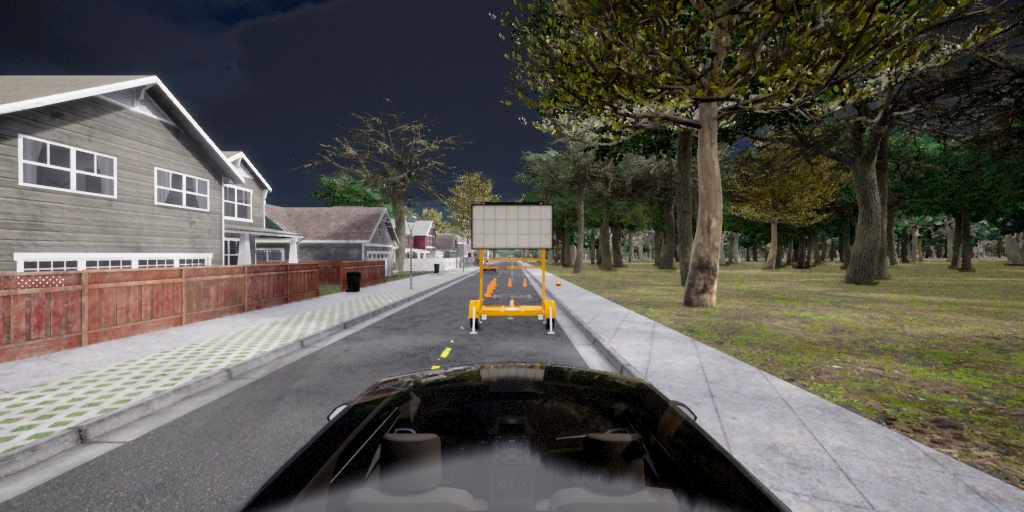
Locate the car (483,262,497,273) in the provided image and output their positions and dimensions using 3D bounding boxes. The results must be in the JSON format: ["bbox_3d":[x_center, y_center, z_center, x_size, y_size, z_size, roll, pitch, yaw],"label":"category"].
[{"bbox_3d":[-2.713,1.363,42.368,1.895,1.301,4.718,0,0,0],"label":"car"}]

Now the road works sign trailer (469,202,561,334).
[{"bbox_3d":[0.011,0.214,10.620,2.380,3.560,2.880,0,0,0],"label":"road works sign trailer"}]
